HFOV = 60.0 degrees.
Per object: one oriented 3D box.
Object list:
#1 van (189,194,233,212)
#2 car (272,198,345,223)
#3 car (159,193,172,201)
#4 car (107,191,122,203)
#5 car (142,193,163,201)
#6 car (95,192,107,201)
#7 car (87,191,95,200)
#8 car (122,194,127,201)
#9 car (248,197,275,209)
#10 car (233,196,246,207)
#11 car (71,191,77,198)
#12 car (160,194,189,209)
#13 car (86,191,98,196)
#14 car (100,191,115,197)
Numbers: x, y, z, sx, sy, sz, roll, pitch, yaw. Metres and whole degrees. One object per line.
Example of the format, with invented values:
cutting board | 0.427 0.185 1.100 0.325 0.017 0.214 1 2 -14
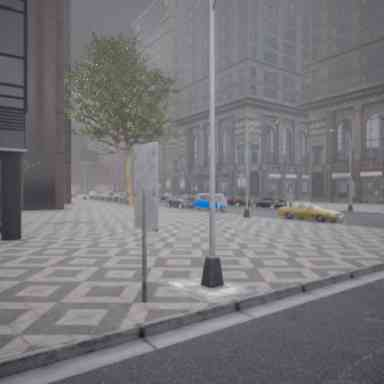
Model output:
van | 1.851 1.053 33.175 1.690 1.788 3.998 1 0 -35
car | 8.392 1.361 23.828 1.752 1.417 4.829 1 0 -35
car | -4.059 0.828 56.480 1.967 1.590 4.097 1 0 -35
car | -11.040 0.955 51.585 2.008 1.369 4.403 1 0 -35
car | -7.283 0.857 61.081 2.008 1.369 4.403 1 0 -35
car | -14.263 0.873 56.186 2.008 1.369 4.403 1 0 -35
car | -17.485 0.793 60.788 2.008 1.369 4.403 1 0 -35
car | -7.721 1.014 46.845 1.752 1.417 4.829 1 0 -35
car | 8.827 1.262 38.073 1.947 1.339 4.313 1 0 -35
car | 5.607 1.171 42.674 1.887 1.381 4.507 1 0 -35
car | -27.149 0.446 74.591 1.967 1.590 4.097 1 0 -35
car | -1.373 1.193 37.777 2.008 1.369 4.403 1 0 -35
car | -26.615 0.419 88.686 1.802 1.307 4.206 1 0 -35
car | -20.170 0.535 79.484 1.887 1.381 4.507 1 0 -35
